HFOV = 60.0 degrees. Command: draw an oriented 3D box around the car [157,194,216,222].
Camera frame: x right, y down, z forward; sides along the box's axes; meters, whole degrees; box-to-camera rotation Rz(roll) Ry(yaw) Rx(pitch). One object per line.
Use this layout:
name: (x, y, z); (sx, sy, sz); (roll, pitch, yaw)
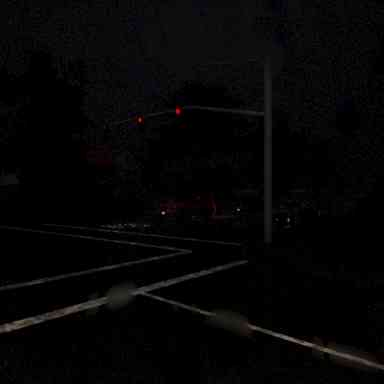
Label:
car: (-0.342, 1.220, 27.004); (2.150, 2.045, 5.566); (0, 0, 41)

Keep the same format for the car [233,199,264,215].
car: (6.165, 1.490, 34.491); (2.128, 1.511, 4.902); (0, 0, 41)

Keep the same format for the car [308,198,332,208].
car: (18.891, 1.599, 49.123); (1.895, 1.301, 4.718); (0, 0, 41)

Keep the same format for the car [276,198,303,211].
car: (12.262, 1.524, 41.513); (1.812, 1.442, 4.674); (0, 0, 41)
